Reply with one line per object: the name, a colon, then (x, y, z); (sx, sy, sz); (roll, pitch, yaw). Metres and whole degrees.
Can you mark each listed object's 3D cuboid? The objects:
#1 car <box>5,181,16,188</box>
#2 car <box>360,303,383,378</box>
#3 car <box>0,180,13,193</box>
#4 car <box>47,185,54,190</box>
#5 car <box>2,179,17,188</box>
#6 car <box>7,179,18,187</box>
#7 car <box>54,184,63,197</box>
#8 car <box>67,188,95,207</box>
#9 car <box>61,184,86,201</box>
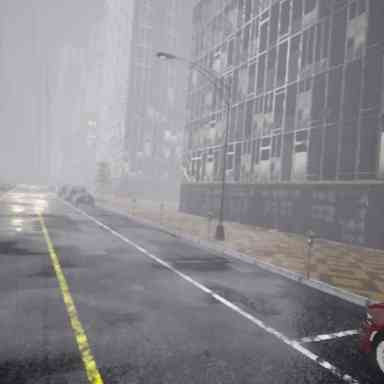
car: (-40.216, -1.630, 73.701); (1.947, 1.339, 4.313); (5, 0, -26)
car: (3.930, 1.843, 3.185); (1.887, 1.381, 4.507); (5, 0, -26)
car: (-27.991, -0.720, 48.955); (1.887, 1.381, 4.507); (5, 0, -26)
car: (-32.730, -1.035, 77.420); (1.802, 1.307, 4.206); (5, 0, -26)
car: (-32.860, -1.327, 58.855); (2.192, 1.841, 5.009); (5, 0, -26)
car: (-45.089, -2.244, 83.600); (2.192, 1.841, 5.009); (5, 0, -26)
car: (-18.041, -0.178, 47.727); (2.192, 1.841, 5.009); (5, 0, -26)
car: (-10.731, 0.658, 32.878); (1.947, 1.339, 4.313); (5, 0, -26)
car: (-13.153, 0.212, 37.829); (2.192, 1.841, 5.009); (5, 0, -26)
